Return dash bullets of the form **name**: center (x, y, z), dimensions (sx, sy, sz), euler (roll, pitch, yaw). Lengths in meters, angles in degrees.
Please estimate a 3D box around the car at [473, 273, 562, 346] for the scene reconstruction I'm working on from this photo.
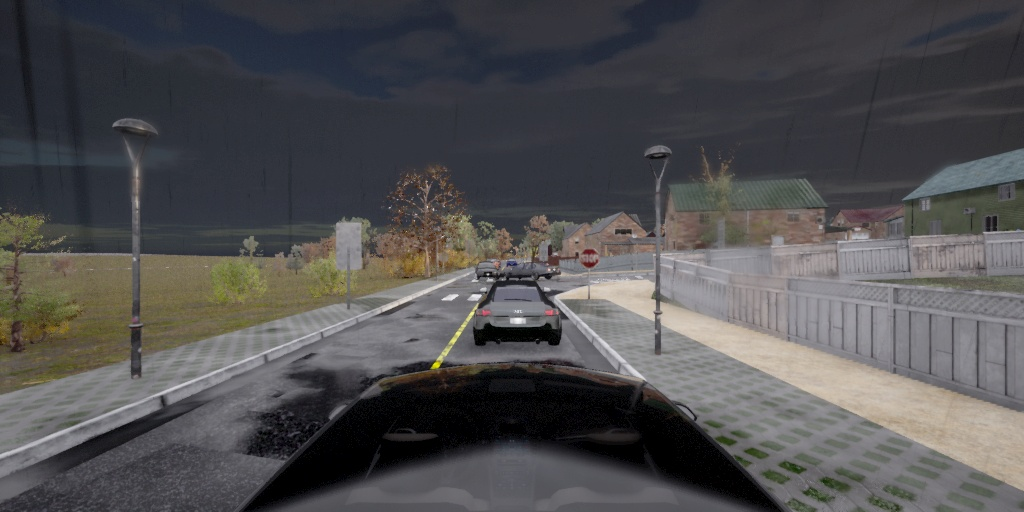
- **car**: center (0.096, 1.313, 9.439), dimensions (1.994, 1.385, 4.181), euler (0, 0, -1)

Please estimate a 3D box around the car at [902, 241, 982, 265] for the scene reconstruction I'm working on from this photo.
- **car**: center (23.874, -0.208, 20.426), dimensions (4.902, 1.511, 2.128), euler (-3, 0, 14)

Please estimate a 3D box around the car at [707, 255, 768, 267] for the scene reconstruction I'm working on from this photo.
- **car**: center (14.371, 0.413, 22.841), dimensions (4.181, 1.385, 1.994), euler (-3, 0, 16)

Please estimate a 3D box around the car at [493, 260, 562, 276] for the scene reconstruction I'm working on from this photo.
- **car**: center (1.316, 1.198, 28.455), dimensions (5.357, 1.411, 2.033), euler (-4, -3, 43)

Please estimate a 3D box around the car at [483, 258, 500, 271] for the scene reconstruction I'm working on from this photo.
- **car**: center (-2.885, 1.121, 51.181), dimensions (2.097, 1.767, 4.553), euler (0, 0, 1)

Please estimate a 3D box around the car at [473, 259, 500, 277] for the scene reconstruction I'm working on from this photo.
- **car**: center (-2.273, 1.258, 31.363), dimensions (1.837, 1.490, 4.892), euler (0, 0, -8)
